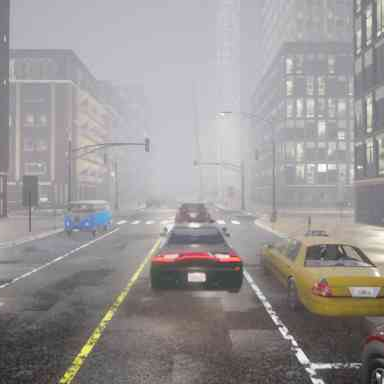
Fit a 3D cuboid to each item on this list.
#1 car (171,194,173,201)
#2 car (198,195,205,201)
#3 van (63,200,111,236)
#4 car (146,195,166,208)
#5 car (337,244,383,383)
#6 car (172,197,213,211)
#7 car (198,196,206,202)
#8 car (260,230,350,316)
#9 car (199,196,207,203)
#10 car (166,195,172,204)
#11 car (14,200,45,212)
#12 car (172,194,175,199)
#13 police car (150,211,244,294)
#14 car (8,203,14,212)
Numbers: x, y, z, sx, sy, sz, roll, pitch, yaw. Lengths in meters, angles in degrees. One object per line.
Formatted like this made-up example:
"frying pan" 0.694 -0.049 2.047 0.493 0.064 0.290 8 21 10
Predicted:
"car" -5.768 1.781 73.440 1.802 1.307 4.206 0 0 0
"car" 2.593 1.729 90.440 1.967 1.590 4.097 0 0 0
"van" -5.680 1.363 18.386 1.690 1.788 3.998 1 0 0
"car" -5.740 1.421 50.791 2.192 1.841 5.009 0 0 0
"car" 2.704 1.441 1.824 1.967 1.590 4.097 1 0 0
"car" 0.066 1.378 21.085 2.097 1.767 4.553 0 0 0
"car" 2.599 1.824 84.776 1.947 1.339 4.313 0 0 0
"car" 2.698 1.531 7.518 1.752 1.417 4.829 1 0 0
"car" 2.606 1.754 79.283 1.752 1.417 4.829 0 0 0
"car" -5.761 1.738 67.778 1.947 1.339 4.313 0 0 0
"car" -19.097 1.548 37.778 4.507 1.381 1.887 0 -1 0
"car" -5.774 1.668 79.104 1.967 1.590 4.097 0 0 0
"police car" 0.091 1.509 8.936 2.038 1.542 4.974 0 0 0
"car" -19.057 1.223 29.402 5.009 1.841 2.192 0 -1 0
